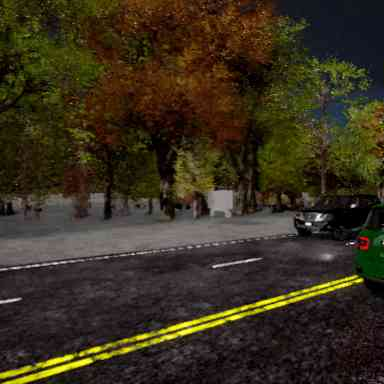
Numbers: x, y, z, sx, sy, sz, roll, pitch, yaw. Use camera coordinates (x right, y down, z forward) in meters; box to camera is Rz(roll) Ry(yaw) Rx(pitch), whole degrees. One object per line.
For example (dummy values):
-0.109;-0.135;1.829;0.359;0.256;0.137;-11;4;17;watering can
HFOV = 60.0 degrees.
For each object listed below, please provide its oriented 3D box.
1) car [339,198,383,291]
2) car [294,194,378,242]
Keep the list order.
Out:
6.043;1.218;7.746;5.566;2.045;2.150;0;0;-35;car
7.618;1.125;16.975;5.566;2.045;2.150;0;0;-35;car
